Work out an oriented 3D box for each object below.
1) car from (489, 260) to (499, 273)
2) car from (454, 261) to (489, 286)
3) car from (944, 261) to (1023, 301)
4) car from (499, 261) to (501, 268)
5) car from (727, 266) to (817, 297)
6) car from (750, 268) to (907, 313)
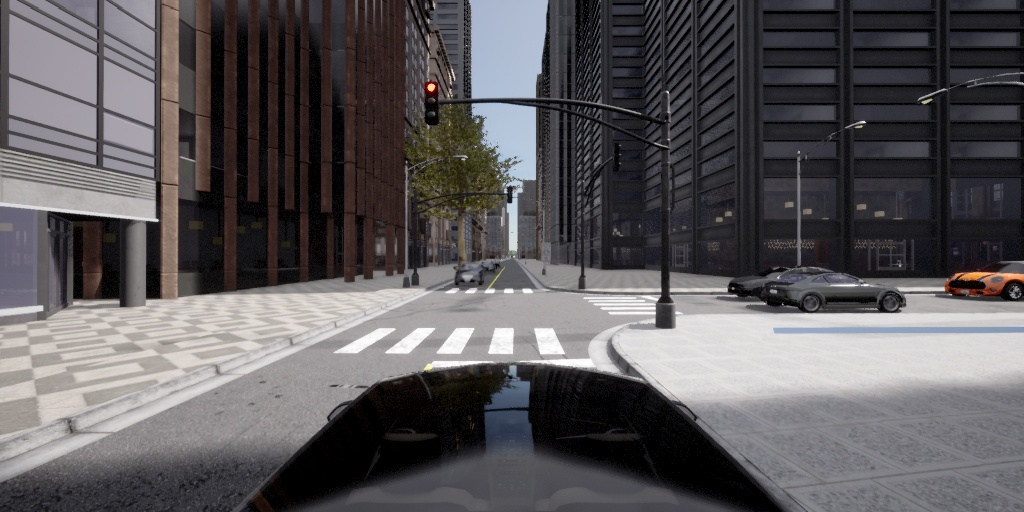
[{"bbox_3d":[-2.981,1.331,42.512,1.994,1.385,4.181,0,0,0],"label":"car"},{"bbox_3d":[-2.925,1.244,25.115,2.128,1.511,4.902,0,0,-2],"label":"car"},{"bbox_3d":[22.696,1.016,16.186,4.553,1.767,2.097,0,0,0],"label":"car"},{"bbox_3d":[-2.845,1.413,61.096,1.895,1.301,4.718,0,0,0],"label":"car"},{"bbox_3d":[12.413,1.207,16.191,4.892,1.490,1.837,0,0,0],"label":"car"},{"bbox_3d":[11.556,1.256,13.090,4.181,1.385,1.994,0,0,0],"label":"car"}]
